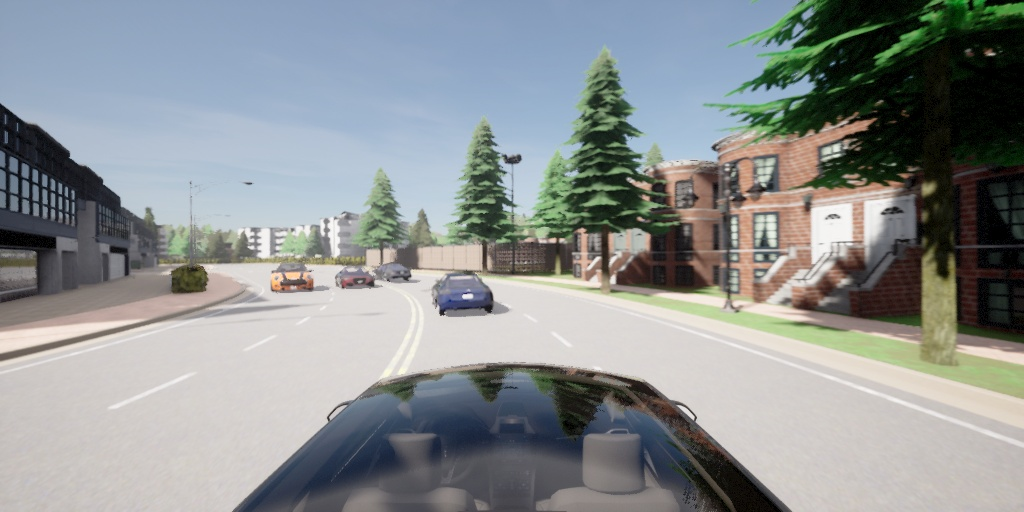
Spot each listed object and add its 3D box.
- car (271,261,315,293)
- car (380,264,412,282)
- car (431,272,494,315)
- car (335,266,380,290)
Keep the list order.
[{"bbox_3d":[-13.363,1.213,21.819,2.097,1.767,4.553,-1,0,-33],"label":"car"},{"bbox_3d":[-10.098,1.362,29.812,2.033,1.411,5.357,-1,0,-38],"label":"car"},{"bbox_3d":[-2.014,1.317,13.867,1.994,1.385,4.181,-1,0,-16],"label":"car"},{"bbox_3d":[-10.382,1.391,23.642,1.994,1.385,4.181,-1,0,-33],"label":"car"}]
